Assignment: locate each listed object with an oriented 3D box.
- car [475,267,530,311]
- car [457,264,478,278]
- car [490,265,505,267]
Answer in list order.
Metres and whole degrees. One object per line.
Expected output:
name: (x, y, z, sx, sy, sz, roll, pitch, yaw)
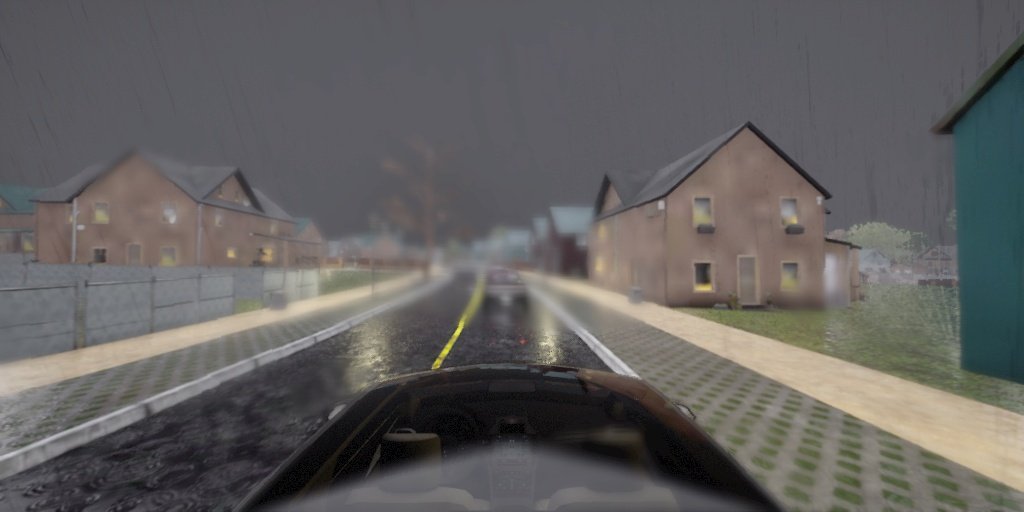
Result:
car: (-0.281, 1.386, 15.435, 2.128, 1.511, 4.902, 0, 0, -2)
car: (-4.874, 1.644, 39.238, 1.837, 1.490, 4.892, 0, -1, -6)
car: (-1.274, 1.534, 31.161, 1.882, 1.535, 5.008, 0, 0, -4)
